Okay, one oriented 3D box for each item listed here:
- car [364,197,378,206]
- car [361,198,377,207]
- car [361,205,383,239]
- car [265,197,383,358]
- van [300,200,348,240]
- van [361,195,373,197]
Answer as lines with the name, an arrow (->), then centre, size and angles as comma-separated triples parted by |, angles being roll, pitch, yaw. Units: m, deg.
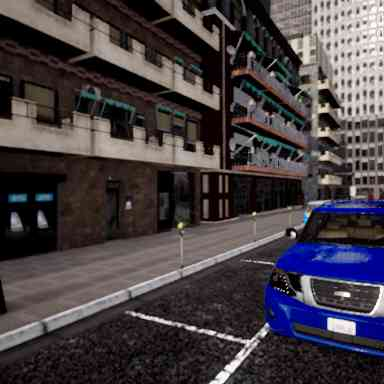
car -> 29.895, 1.528, 55.533 | 1.887, 1.381, 4.507 | -1, 0, 31
car -> 27.039, 1.551, 50.776 | 1.947, 1.339, 4.313 | -1, 0, 31
car -> 10.226, 1.523, 17.780 | 1.812, 1.442, 4.674 | 0, 0, 31
car -> 3.192, 1.220, 6.252 | 2.150, 2.045, 5.566 | 0, 0, 31
van -> 7.038, 1.338, 17.476 | 1.690, 1.788, 3.998 | -1, 0, 31
van -> 18.465, 1.333, 36.505 | 1.690, 1.788, 3.998 | -1, 0, 31
